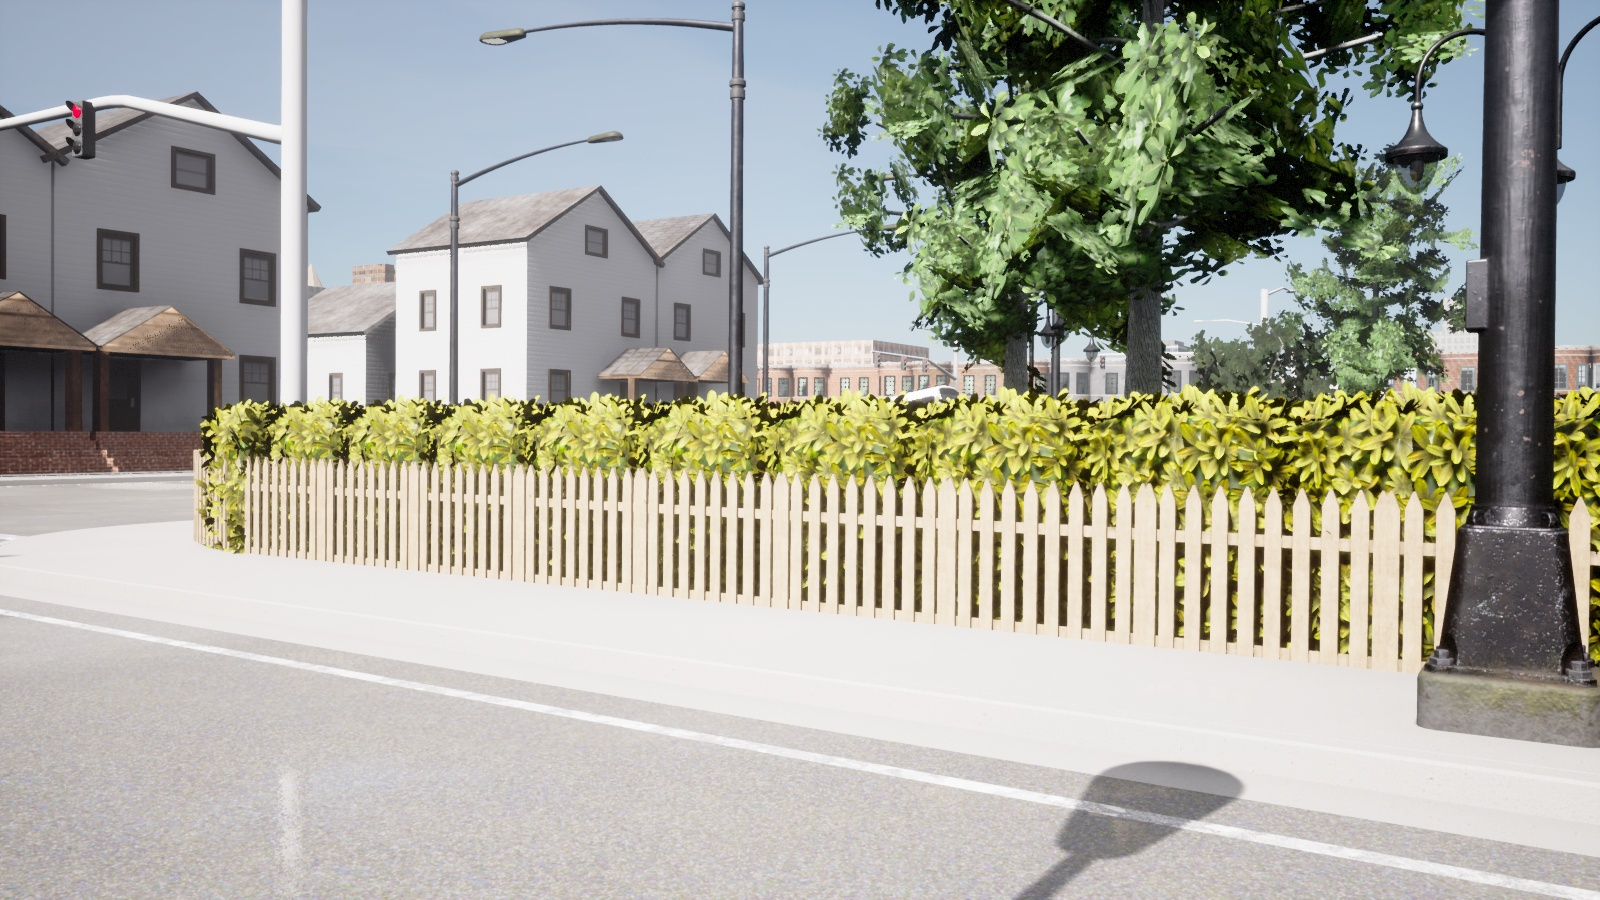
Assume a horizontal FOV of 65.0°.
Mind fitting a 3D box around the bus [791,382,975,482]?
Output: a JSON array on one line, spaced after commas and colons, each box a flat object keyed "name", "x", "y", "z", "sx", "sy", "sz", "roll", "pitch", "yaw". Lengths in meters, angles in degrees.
[{"name": "bus", "x": 5.107, "y": -1.038, "z": 78.293, "sx": 10.273, "sy": 4.253, "sz": 3.944, "roll": -12, "pitch": -5, "yaw": 32}]
